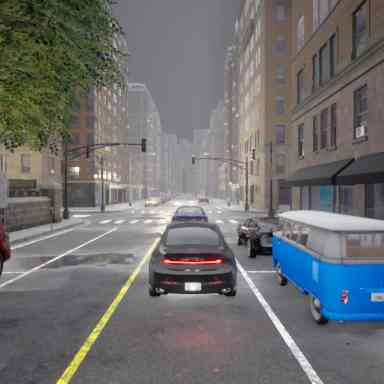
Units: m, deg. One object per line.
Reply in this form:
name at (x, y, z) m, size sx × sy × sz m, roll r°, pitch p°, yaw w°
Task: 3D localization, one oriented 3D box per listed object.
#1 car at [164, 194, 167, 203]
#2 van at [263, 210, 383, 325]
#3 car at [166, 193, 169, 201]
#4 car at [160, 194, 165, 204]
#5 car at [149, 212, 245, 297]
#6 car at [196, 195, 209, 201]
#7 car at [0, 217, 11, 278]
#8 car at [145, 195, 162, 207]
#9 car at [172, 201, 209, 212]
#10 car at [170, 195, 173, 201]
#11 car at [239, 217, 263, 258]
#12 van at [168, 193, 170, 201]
car at (-6.131, 1.513, 61.322) m, size 1.887 × 1.381 × 4.507 m, roll 0°, pitch 0°, yaw 0°
van at (2.809, 1.340, 6.838) m, size 1.690 × 1.788 × 3.998 m, roll 0°, pitch 0°, yaw 0°
car at (-6.173, 1.513, 66.772) m, size 1.887 × 1.381 × 4.507 m, roll 0°, pitch 0°, yaw 0°
car at (-6.090, 1.520, 55.871) m, size 2.008 × 1.369 × 4.403 m, roll 0°, pitch 0°, yaw 0°
car at (0.010, 1.503, 8.580) m, size 1.837 × 1.490 × 4.892 m, roll 0°, pitch 0°, yaw 0°
car at (2.351, 1.408, 66.873) m, size 1.967 × 1.590 × 4.097 m, roll 0°, pitch 0°, yaw 0°
car at (-5.716, 1.314, 6.733) m, size 2.192 × 1.841 × 5.009 m, roll 0°, pitch 0°, yaw 0°
car at (-6.047, 1.497, 50.251) m, size 1.752 × 1.417 × 4.829 m, roll 0°, pitch 0°, yaw 0°
car at (-0.100, 1.472, 18.076) m, size 1.882 × 1.535 × 5.008 m, roll 0°, pitch 0°, yaw 0°
car at (-6.256, 1.521, 77.674) m, size 2.008 × 1.369 × 4.403 m, roll 0°, pitch 0°, yaw 0°
car at (2.766, 1.563, 12.498) m, size 1.947 × 1.339 × 4.313 m, roll 0°, pitch 0°, yaw 0°
van at (-6.215, 1.310, 72.223) m, size 1.690 × 1.788 × 3.998 m, roll 0°, pitch 0°, yaw 0°
